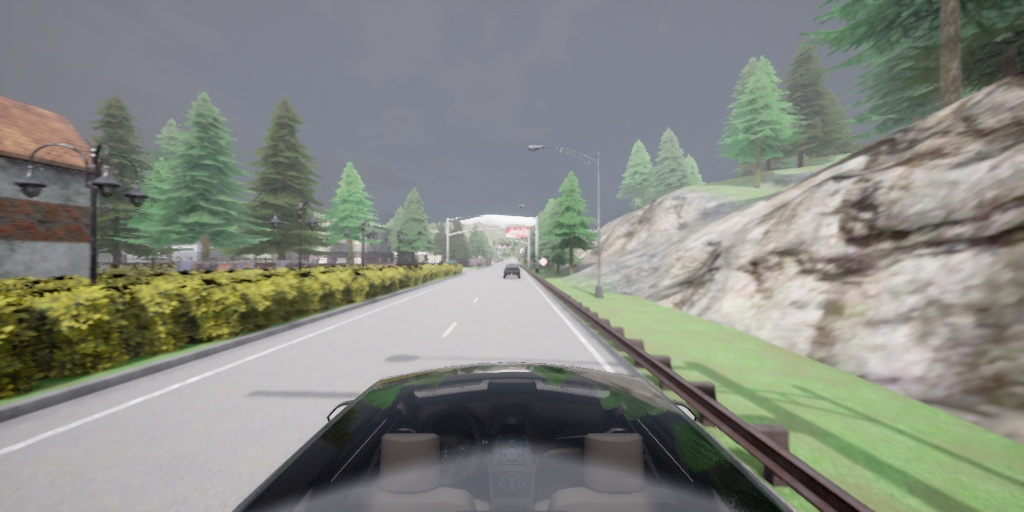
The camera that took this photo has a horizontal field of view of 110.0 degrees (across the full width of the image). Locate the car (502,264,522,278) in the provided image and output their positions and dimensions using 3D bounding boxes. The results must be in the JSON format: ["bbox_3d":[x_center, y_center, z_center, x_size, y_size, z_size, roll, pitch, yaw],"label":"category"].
[{"bbox_3d":[0.008,1.592,38.908,1.837,1.490,4.892,0,0,0],"label":"car"}]
